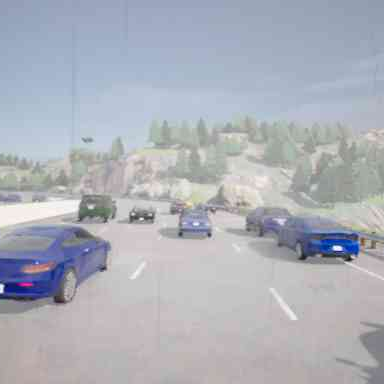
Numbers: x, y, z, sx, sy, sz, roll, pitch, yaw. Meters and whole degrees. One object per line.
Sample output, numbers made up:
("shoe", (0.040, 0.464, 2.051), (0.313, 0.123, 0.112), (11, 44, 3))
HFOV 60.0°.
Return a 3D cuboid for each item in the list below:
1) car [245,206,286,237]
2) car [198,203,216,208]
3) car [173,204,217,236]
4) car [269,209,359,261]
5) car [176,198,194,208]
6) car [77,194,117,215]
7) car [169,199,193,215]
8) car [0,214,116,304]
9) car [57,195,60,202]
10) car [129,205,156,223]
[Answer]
("car", (4.603, 1.631, 19.966), (2.097, 1.767, 4.553), (2, 0, -2))
("car", (1.604, 1.946, 40.782), (1.895, 1.301, 4.718), (2, 0, -9))
("car", (0.102, 1.693, 19.420), (2.033, 1.411, 5.357), (2, 0, -2))
("car", (4.774, 1.715, 13.437), (1.882, 1.535, 5.008), (2, 0, -1))
("car", (-1.254, 1.853, 56.230), (1.882, 1.535, 5.008), (2, 0, -15))
("car", (-7.298, 1.200, 26.016), (2.150, 2.045, 5.566), (2, 0, -4))
("car", (-1.538, 1.721, 37.450), (2.128, 1.511, 4.902), (2, 0, -8))
("car", (-3.287, 1.489, 7.959), (1.812, 1.442, 4.674), (2, 0, 1))
("car", (-23.264, 1.265, 56.686), (1.812, 1.442, 4.674), (2, 0, -14))
("car", (-3.842, 1.683, 26.455), (1.895, 1.301, 4.718), (2, 0, -5))
